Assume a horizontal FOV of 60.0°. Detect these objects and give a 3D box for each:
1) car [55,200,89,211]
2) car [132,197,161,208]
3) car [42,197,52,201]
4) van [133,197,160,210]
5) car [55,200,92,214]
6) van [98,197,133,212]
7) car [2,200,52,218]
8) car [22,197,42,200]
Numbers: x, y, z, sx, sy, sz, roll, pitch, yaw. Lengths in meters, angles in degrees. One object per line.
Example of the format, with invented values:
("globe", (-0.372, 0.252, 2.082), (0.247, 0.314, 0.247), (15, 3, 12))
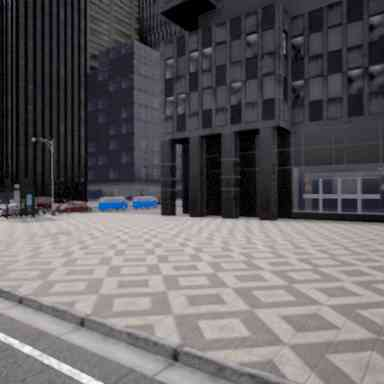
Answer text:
("car", (-16.720, 1.813, 46.505), (1.802, 1.307, 4.206), (0, 0, 36))
("car", (-7.447, 1.695, 54.831), (1.882, 1.535, 5.008), (0, 0, 36))
("car", (-20.025, 1.549, 41.889), (2.192, 1.841, 5.009), (0, 0, 36))
("van", (-6.483, 1.539, 46.162), (1.690, 1.788, 3.998), (0, 0, 36))
("car", (-13.091, 1.785, 36.928), (1.802, 1.307, 4.206), (0, 0, 36))
("van", (-9.787, 1.541, 41.545), (1.690, 1.788, 3.998), (0, 0, 36))
("car", (-16.396, 1.757, 32.311), (2.008, 1.369, 4.403), (0, 0, 36))
("car", (-19.942, 1.580, 37.431), (2.097, 1.767, 4.553), (0, 0, 36))
